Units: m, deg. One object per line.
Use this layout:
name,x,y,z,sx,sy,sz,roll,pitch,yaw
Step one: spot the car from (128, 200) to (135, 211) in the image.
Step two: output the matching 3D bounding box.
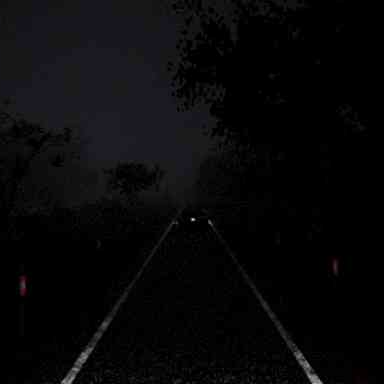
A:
car,-9.109,1.819,43.004,2.002,1.452,4.674,0,-1,0

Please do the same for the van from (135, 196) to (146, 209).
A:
van,-9.141,1.685,53.978,1.878,1.987,4.442,0,0,2

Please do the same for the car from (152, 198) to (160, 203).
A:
car,-9.987,2.381,92.867,2.002,1.452,4.674,1,-2,-5

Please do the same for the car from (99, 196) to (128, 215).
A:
car,-9.092,1.462,36.263,2.435,2.045,5.566,0,-1,0

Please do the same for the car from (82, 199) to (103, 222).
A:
car,-9.068,1.572,26.377,2.097,1.535,5.008,0,-1,2

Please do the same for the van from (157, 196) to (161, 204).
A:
van,-9.359,1.988,81.635,1.878,1.987,4.442,0,-2,-2

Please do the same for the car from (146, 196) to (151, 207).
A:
car,-9.150,1.956,59.660,2.231,1.521,4.892,0,-2,-2

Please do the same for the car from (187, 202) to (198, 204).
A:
car,0.049,1.879,39.500,1.994,1.385,4.181,0,-1,0

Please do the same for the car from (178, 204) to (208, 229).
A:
car,0.070,1.749,23.121,1.994,1.385,4.181,0,0,0

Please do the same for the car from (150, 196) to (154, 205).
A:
car,-9.163,2.051,65.170,2.163,1.488,4.792,0,-2,-2

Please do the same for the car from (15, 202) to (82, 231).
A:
car,-9.054,1.524,20.829,2.097,1.535,5.008,0,-1,2

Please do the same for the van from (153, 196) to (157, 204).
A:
van,-9.181,1.872,71.685,1.878,1.987,4.442,0,-2,-3
